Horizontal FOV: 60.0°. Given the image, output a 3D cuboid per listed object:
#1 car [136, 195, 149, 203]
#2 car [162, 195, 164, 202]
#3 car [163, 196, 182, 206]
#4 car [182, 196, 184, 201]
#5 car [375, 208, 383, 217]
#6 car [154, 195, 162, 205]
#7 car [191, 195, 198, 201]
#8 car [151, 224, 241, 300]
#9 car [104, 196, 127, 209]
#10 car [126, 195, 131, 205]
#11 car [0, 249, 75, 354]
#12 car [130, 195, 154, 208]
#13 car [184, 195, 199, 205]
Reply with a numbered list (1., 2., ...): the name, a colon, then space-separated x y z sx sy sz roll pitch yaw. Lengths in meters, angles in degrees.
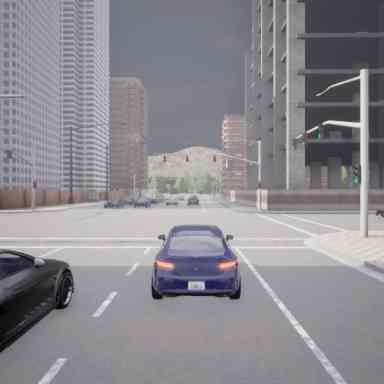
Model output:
1. car: -10.147 1.478 68.647 1.882 1.535 5.008 0 0 1
2. car: -6.636 1.353 69.235 2.097 1.767 4.553 0 0 1
3. car: -3.272 1.601 56.223 1.895 1.301 4.718 0 0 1
4. car: -2.833 1.595 85.903 1.895 1.301 4.718 0 0 1
5. car: 18.339 1.547 27.732 5.357 1.411 2.033 0 0 1
6. car: -6.924 1.601 57.584 1.895 1.301 4.718 0 0 1
7. car: 0.670 1.524 85.990 1.812 1.442 4.674 0 0 1
8. car: 0.093 1.526 8.296 1.812 1.442 4.674 0 0 0
9. car: -10.643 1.564 45.545 1.994 1.385 4.181 0 0 1
10. car: -10.498 1.352 54.105 2.097 1.767 4.553 0 0 1
11. car: -3.429 1.564 5.214 1.994 1.385 4.181 0 0 1
12. car: -7.104 1.478 48.046 1.882 1.535 5.008 0 0 1
13. car: 0.257 1.491 57.733 2.128 1.511 4.902 0 0 1
